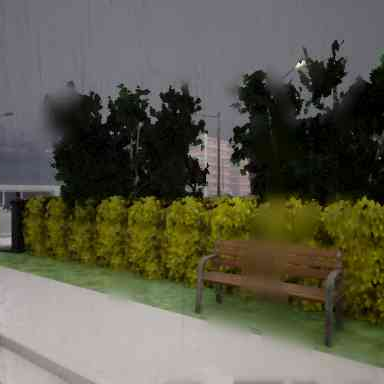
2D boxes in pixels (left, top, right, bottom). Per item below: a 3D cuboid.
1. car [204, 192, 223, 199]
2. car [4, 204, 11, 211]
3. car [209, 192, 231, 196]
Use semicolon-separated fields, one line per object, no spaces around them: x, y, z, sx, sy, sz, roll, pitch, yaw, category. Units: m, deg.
4.673;0.713;72.152;1.812;1.442;4.674;0;1;35;car
-18.854;1.495;38.794;2.033;1.411;5.357;0;0;35;car
6.164;0.706;68.204;2.128;1.511;4.902;0;1;35;car
